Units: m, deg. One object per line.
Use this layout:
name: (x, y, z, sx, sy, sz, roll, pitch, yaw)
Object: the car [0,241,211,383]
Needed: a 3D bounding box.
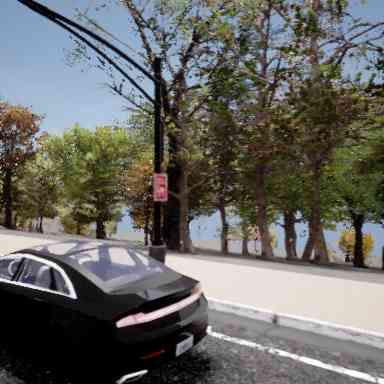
car: (-2.053, 1.532, 5.153, 4.902, 1.511, 2.128, -1, 0, 36)
